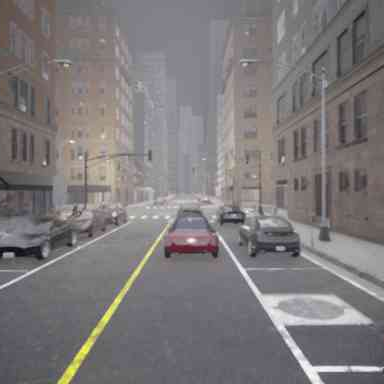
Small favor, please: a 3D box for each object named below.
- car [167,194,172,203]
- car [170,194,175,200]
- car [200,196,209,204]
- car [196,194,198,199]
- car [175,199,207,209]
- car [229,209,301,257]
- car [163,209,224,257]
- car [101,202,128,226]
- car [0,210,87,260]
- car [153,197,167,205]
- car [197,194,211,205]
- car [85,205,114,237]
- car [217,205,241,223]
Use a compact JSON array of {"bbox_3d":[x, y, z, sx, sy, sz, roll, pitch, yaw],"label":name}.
[{"bbox_3d":[-6.082,1.688,71.513,2.008,1.369,4.403,-1,0,0],"label":"car"},{"bbox_3d":[-6.158,1.718,87.569,1.752,1.417,4.829,-1,0,0],"label":"car"},{"bbox_3d":[2.466,1.600,66.318,1.752,1.417,4.829,-1,0,0],"label":"car"},{"bbox_3d":[2.442,1.640,71.557,2.008,1.369,4.403,-1,0,0],"label":"car"},{"bbox_3d":[-0.120,1.521,23.554,1.837,1.490,4.892,0,0,0],"label":"car"},{"bbox_3d":[2.771,1.543,12.647,2.008,1.369,4.403,0,0,0],"label":"car"},{"bbox_3d":[-0.020,1.572,13.020,1.994,1.385,4.181,0,0,0],"label":"car"},{"bbox_3d":[-5.826,1.489,23.594,1.967,1.590,4.097,0,0,0],"label":"car"},{"bbox_3d":[-5.754,1.606,12.592,1.947,1.339,4.313,0,0,0],"label":"car"},{"bbox_3d":[-6.032,1.692,60.697,1.802,1.307,4.206,-1,0,0],"label":"car"},{"bbox_3d":[2.492,1.502,60.739,1.967,1.590,4.097,-1,0,0],"label":"car"},{"bbox_3d":[-5.790,1.626,18.093,1.802,1.307,4.206,0,0,0],"label":"car"},{"bbox_3d":[2.700,1.567,23.649,1.947,1.339,4.313,0,0,0],"label":"car"}]
